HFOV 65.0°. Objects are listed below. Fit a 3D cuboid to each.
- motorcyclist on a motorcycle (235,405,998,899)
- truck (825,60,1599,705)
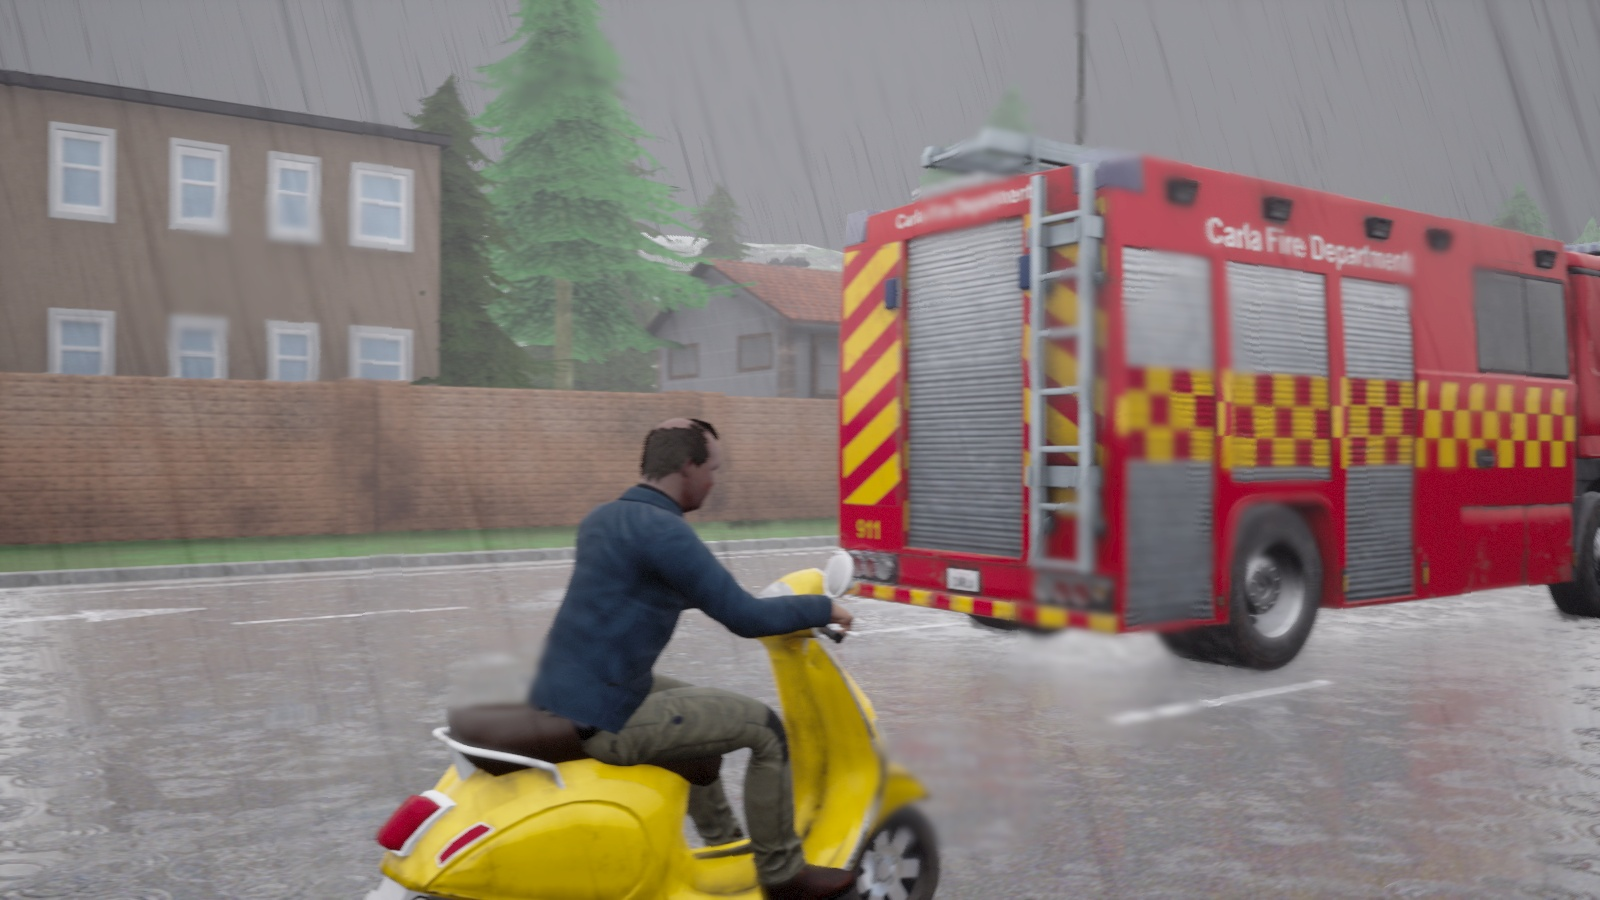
[{"bbox_3d":[-0.441,0.708,3.353,1.817,1.590,0.866,0,0,-35],"label":"motorcyclist on a motorcycle"},{"bbox_3d":[4.498,-0.401,11.059,8.468,3.827,2.891,0,0,-35],"label":"truck"}]
